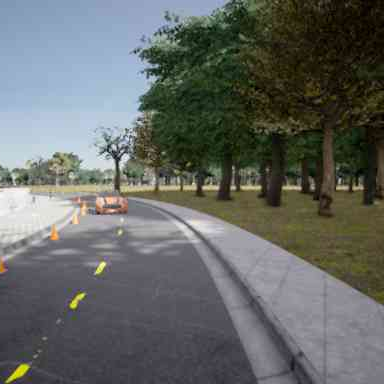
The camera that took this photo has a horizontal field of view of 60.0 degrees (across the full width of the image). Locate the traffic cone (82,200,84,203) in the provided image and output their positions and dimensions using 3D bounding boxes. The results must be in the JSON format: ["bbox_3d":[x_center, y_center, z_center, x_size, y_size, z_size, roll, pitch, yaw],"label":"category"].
[{"bbox_3d":[-8.790,1.108,27.274,0.340,0.580,0.340,-1,2,-18],"label":"traffic cone"}]

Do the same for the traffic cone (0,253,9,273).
[{"bbox_3d":[-4.815,1.694,8.276,0.340,0.580,0.340,0,2,-6],"label":"traffic cone"}]

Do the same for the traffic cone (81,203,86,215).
[{"bbox_3d":[-7.406,1.251,22.614,0.340,0.580,0.340,-1,2,-15],"label":"traffic cone"}]

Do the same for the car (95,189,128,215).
[{"bbox_3d":[-5.885,0.600,24.056,2.097,1.767,4.553,-1,2,-16],"label":"car"}]

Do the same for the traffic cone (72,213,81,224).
[{"bbox_3d":[-6.281,1.397,17.884,0.340,0.580,0.340,0,2,-12],"label":"traffic cone"}]

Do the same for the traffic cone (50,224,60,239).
[{"bbox_3d":[-5.416,1.545,13.100,0.340,0.580,0.340,0,2,-9],"label":"traffic cone"}]
